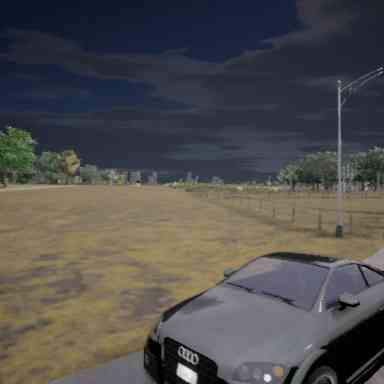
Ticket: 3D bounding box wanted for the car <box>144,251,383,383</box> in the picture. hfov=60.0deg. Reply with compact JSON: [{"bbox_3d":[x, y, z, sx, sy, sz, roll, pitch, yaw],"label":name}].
[{"bbox_3d":[1.437,1.576,4.547,4.181,1.385,1.994,0,0,-42],"label":"car"}]
